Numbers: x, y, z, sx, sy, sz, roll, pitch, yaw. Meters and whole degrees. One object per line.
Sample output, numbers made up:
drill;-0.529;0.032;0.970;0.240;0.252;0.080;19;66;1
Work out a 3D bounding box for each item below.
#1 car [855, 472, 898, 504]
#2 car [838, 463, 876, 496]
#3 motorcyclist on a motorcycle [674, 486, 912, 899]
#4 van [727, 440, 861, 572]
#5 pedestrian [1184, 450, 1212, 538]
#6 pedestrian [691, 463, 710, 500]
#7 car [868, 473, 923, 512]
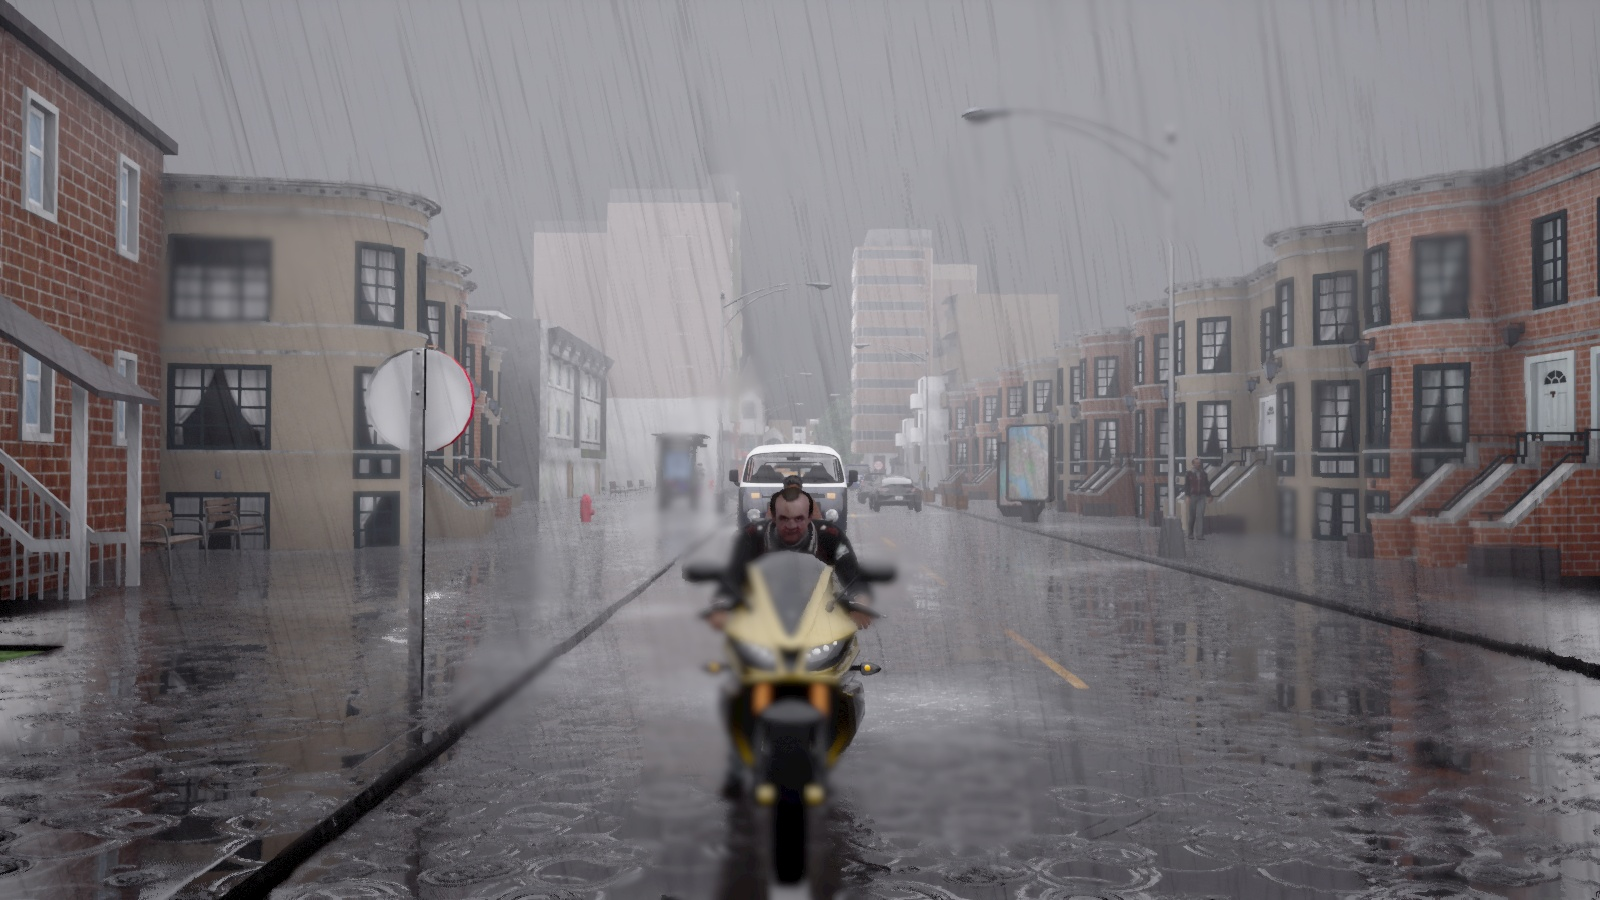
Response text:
car;3.716;1.844;61.526;1.845;1.501;3.633;0;-1;0
car;3.609;1.876;80.984;2.150;2.045;5.566;0;-1;0
motorcyclist on a motorcycle;-0.032;0.945;5.682;0.866;1.530;2.191;0;-1;0
van;-0.106;0.902;21.712;2.069;2.038;4.480;0;-1;0
pedestrian;8.542;0.942;26.962;0.376;1.854;0.720;0;-1;4
pedestrian;-5.303;1.666;66.886;0.659;1.952;0.873;-1;-1;24
car;3.768;1.665;50.146;1.812;1.442;4.674;0;-1;0
